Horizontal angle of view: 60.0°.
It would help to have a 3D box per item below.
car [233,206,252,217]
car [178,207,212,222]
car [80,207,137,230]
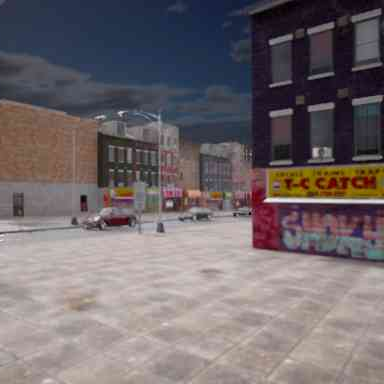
[{"bbox_3d":[6.725,2.448,41.681,1.947,1.339,4.313,-2,-2,36],"label":"car"},{"bbox_3d":[0.372,2.180,32.833,2.008,1.369,4.403,-2,-2,36],"label":"car"},{"bbox_3d":[-5.982,1.833,23.990,1.967,1.590,4.097,-2,-2,36],"label":"car"}]
